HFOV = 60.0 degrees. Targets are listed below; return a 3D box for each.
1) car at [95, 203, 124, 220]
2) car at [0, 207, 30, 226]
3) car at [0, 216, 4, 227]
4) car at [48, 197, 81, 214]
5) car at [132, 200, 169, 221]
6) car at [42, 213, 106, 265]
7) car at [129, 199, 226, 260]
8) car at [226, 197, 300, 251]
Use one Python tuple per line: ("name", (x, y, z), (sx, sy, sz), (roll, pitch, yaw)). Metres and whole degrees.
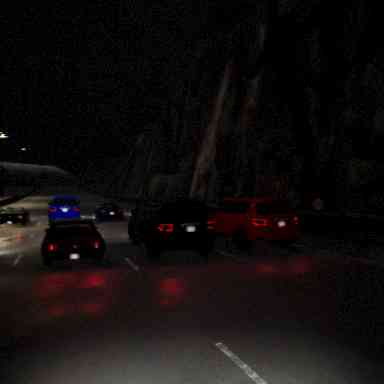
("car", (-7.084, 1.648, 28.266), (1.994, 1.385, 4.181), (-1, 1, -21))
("car", (-13.265, 1.774, 24.860), (1.895, 1.301, 4.718), (-1, 0, -21))
("car", (-7.098, 1.684, 9.543), (2.033, 1.411, 5.357), (-1, 0, -21))
("car", (-9.861, 1.352, 25.757), (2.150, 2.045, 5.566), (-1, 1, -21))
("car", (-3.757, 1.531, 29.365), (2.128, 1.511, 4.902), (-1, 0, -22))
("car", (-4.423, 1.701, 12.303), (1.895, 1.301, 4.718), (-1, 0, -21))
("car", (-1.002, 1.277, 13.159), (2.150, 2.045, 5.566), (-1, 0, -21))
("car", (2.252, 1.232, 14.445), (2.150, 2.045, 5.566), (-1, 0, -21))
